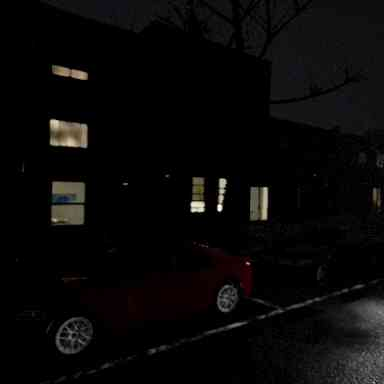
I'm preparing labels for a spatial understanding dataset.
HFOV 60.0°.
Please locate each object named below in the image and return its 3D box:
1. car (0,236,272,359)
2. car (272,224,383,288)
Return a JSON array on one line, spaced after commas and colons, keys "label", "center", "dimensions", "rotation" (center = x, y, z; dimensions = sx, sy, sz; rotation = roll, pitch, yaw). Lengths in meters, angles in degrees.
[{"label": "car", "center": [-0.876, 1.548, 6.004], "dimensions": [4.507, 1.381, 1.887], "rotation": [0, 1, -36]}, {"label": "car", "center": [3.738, 1.594, 9.255], "dimensions": [4.206, 1.307, 1.802], "rotation": [0, 1, -36]}]
